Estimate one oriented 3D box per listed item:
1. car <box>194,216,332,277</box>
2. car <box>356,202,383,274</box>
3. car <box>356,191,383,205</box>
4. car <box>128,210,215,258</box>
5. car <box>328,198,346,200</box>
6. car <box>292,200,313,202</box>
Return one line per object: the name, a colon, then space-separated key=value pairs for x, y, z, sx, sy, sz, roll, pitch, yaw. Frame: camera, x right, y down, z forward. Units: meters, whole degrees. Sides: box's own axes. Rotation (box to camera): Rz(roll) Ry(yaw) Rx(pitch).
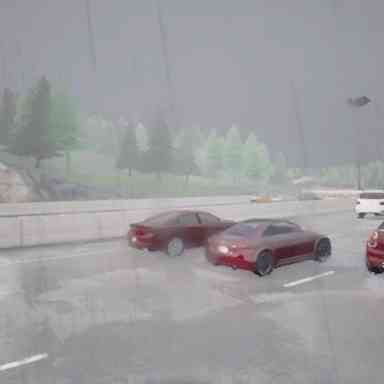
car: x=2.415 y=1.476 z=10.117 sx=4.181 sy=1.385 sz=1.994 roll=-1 pitch=0 yaw=-38
car: x=6.635 y=1.220 z=8.987 sx=4.553 sy=1.767 sz=2.097 roll=-1 pitch=0 yaw=-38
car: x=14.194 y=0.903 z=24.750 sx=5.566 sy=2.045 sz=2.150 roll=-1 pitch=0 yaw=-43
car: x=0.022 y=1.404 z=12.682 sx=5.008 sy=1.535 sz=1.882 roll=-1 pitch=1 yaw=-38
car: x=19.462 y=0.974 z=45.462 sx=1.882 sy=1.535 sz=5.008 roll=0 pitch=1 yaw=43
car: x=16.325 y=0.875 z=47.302 sx=2.097 sy=1.767 sz=4.553 roll=0 pitch=0 yaw=42
